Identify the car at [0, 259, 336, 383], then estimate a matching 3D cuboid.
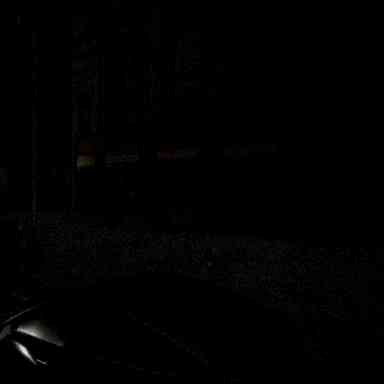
[{"bbox_3d":[-0.769,1.565,3.503,4.313,1.339,1.947,0,0,35],"label":"car"}]
